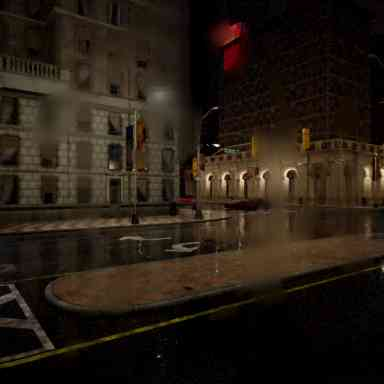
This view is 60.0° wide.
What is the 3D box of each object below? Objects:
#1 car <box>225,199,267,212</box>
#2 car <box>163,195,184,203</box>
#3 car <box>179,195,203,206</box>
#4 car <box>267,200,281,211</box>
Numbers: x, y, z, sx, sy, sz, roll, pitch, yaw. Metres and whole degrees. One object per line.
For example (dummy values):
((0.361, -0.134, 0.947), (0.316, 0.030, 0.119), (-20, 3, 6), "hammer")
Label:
((5.983, 1.601, 38.296), (1.895, 1.301, 4.718), (0, 0, -34), "car")
((-3.994, 1.513, 70.881), (2.128, 1.511, 4.902), (0, 0, -35), "car")
((-0.185, 1.352, 53.046), (2.097, 1.767, 4.553), (0, 0, -35), "car")
((8.370, 1.547, 41.070), (2.033, 1.411, 5.357), (0, 0, -36), "car")
